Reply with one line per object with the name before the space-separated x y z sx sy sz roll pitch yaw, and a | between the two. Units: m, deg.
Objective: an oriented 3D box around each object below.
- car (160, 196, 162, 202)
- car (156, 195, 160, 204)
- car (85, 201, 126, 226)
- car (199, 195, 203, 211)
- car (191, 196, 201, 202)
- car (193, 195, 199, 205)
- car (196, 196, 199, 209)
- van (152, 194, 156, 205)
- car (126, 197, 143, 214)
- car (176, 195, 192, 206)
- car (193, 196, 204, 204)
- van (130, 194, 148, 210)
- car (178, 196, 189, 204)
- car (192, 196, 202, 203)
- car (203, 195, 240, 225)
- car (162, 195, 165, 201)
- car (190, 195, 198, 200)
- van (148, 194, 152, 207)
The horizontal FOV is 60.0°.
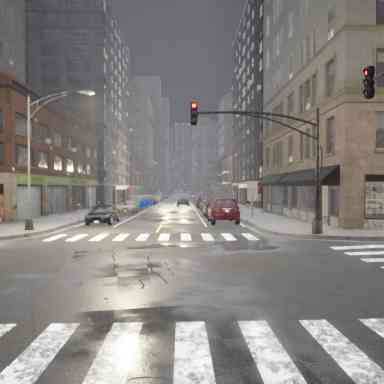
car | -7.361 1.437 62.907 1.967 1.590 4.097 -1 0 -2
car | -7.211 1.315 57.323 2.192 1.841 5.009 -1 0 -2
car | -6.296 1.570 23.820 1.947 1.339 4.313 -1 0 -2
car | 2.073 1.320 29.636 2.192 1.841 5.009 -1 0 -2
car | 0.871 1.542 74.307 2.008 1.369 4.403 -1 0 -2
car | 1.621 1.318 46.387 2.192 1.841 5.009 -1 0 -2
car | 1.769 1.530 40.973 1.752 1.417 4.829 -1 0 -2
van | -7.058 1.343 51.739 1.690 1.788 3.998 -1 0 -2
car | -6.596 1.531 34.818 1.752 1.417 4.829 -1 0 -2
car | -1.422 1.506 53.398 1.837 1.490 4.892 0 0 -2
car | 1.172 1.563 63.139 1.947 1.339 4.313 -1 0 -2
van | -6.754 1.346 40.571 1.690 1.788 3.998 -1 0 -2
car | -1.706 1.544 63.816 2.033 1.411 5.357 0 0 -2
car | 1.021 1.560 68.723 1.947 1.339 4.313 -1 0 -2
car | 2.224 1.319 24.052 2.192 1.841 5.009 -1 0 -2
car | -7.665 1.432 74.074 1.967 1.590 4.097 -1 0 -2
car | 0.419 1.529 91.058 2.008 1.369 4.403 -1 0 -2
van | -6.907 1.345 46.156 1.690 1.788 3.998 -1 0 -2
